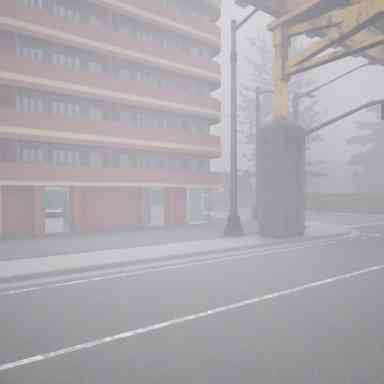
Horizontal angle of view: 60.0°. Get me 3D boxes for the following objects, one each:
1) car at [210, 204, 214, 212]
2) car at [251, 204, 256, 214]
[{"bbox_3d":[0.568,1.525,38.869,1.812,1.442,4.674,0,0,-35],"label":"car"},{"bbox_3d":[7.367,1.478,29.208,1.882,1.535,5.008,0,0,-35],"label":"car"}]
